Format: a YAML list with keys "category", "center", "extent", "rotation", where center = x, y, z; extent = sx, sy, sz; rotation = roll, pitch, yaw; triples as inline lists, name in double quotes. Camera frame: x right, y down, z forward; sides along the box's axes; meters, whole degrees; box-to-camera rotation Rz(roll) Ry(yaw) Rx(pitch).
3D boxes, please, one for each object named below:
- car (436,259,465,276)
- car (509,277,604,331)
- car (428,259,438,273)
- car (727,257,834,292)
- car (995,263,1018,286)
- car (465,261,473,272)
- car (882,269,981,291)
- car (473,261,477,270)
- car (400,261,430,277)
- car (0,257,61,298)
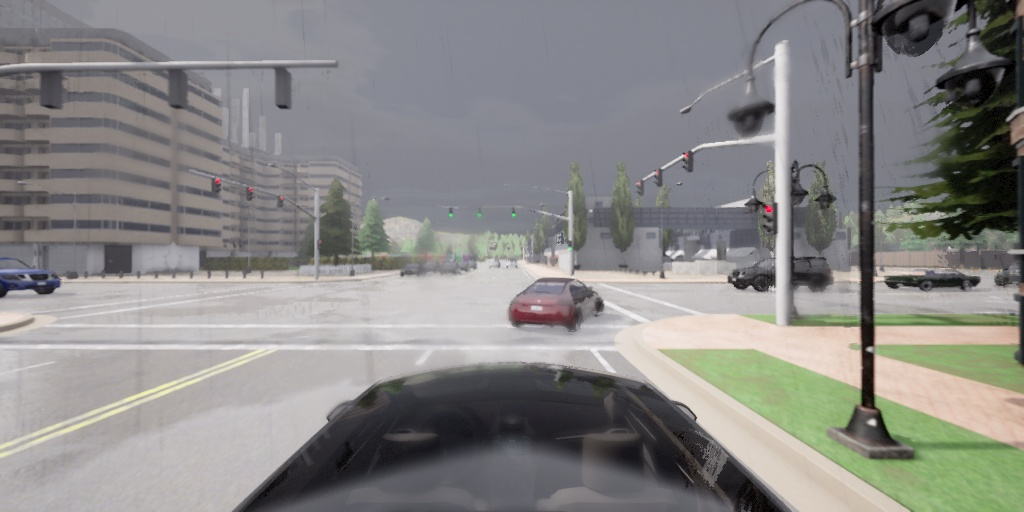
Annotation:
- category: "car"
  center: [-7.103, 1.464, 41.846]
  extent: [1.837, 1.490, 4.892]
  rotation: [0, 0, 0]
- category: "car"
  center: [1.528, 1.365, 11.366]
  extent: [1.994, 1.385, 4.181]
  rotation: [-1, 0, 25]
- category: "car"
  center: [-10.608, 1.493, 47.459]
  extent: [1.837, 1.490, 4.892]
  rotation: [0, 0, 0]
- category: "car"
  center: [16.181, 1.077, 21.742]
  extent: [5.566, 2.045, 2.150]
  rotation: [0, 0, -1]
- category: "car"
  center: [35.920, 1.224, 24.850]
  extent: [4.553, 1.767, 2.097]
  rotation: [0, 0, -22]
- category: "car"
  center: [-7.101, 1.513, 51.210]
  extent: [1.837, 1.490, 4.892]
  rotation: [0, 0, 0]
- category: "car"
  center: [25.953, 1.459, 22.282]
  extent: [4.718, 1.301, 1.895]
  rotation: [0, 0, -8]
- category: "car"
  center: [-7.050, 1.554, 61.626]
  extent: [2.128, 1.511, 4.902]
  rotation: [0, 0, 0]
- category: "car"
  center: [-10.608, 1.507, 38.806]
  extent: [1.994, 1.385, 4.181]
  rotation: [0, 0, 0]
- category: "car"
  center: [-26.852, 1.057, 18.375]
  extent: [5.566, 2.045, 2.150]
  rotation: [0, 0, 0]
